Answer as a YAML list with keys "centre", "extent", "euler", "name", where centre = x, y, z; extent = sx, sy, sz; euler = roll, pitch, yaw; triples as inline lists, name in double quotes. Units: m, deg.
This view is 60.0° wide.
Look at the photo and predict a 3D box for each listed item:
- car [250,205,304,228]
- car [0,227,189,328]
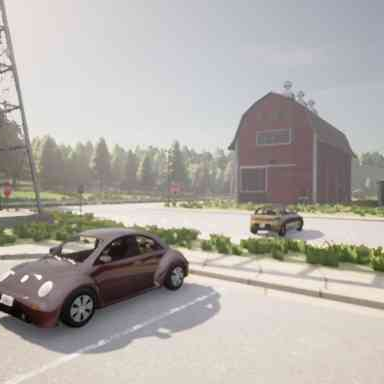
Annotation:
- centre: [4.662, 1.458, 18.051]
  extent: [1.816, 1.474, 4.193]
  euler: [1, 0, 36]
  name: "car"
- centre: [-1.807, 1.481, 6.866]
  extent: [1.784, 1.438, 3.905]
  euler: [1, 0, 36]
  name: "car"
